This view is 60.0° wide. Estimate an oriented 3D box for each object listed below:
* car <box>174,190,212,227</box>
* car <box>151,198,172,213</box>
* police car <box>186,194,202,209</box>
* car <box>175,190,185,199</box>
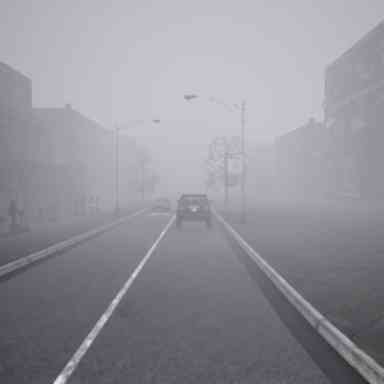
[{"bbox_3d":[0.134,1.082,21.812,2.150,2.045,5.566,0,1,0],"label":"car"},{"bbox_3d":[-3.015,1.295,34.039,2.033,1.411,5.357,0,1,0],"label":"car"},{"bbox_3d":[0.230,1.100,41.811,1.930,1.638,5.238,0,1,0],"label":"police car"},{"bbox_3d":[-2.681,0.523,74.546,2.150,2.045,5.566,0,1,0],"label":"car"}]
